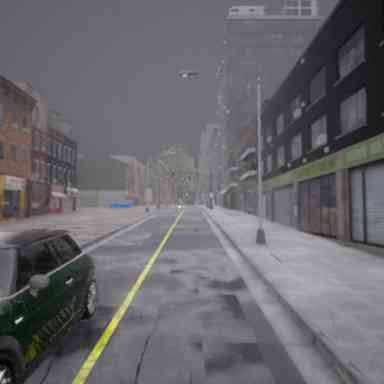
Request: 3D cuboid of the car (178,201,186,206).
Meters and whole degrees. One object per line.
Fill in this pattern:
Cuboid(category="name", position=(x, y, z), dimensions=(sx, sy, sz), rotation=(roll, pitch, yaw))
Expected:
Cuboid(category="car", position=(-2.736, 3.104, 91.450), dimensions=(2.128, 1.511, 4.902), rotation=(0, -2, 0))

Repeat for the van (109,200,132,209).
Cuboid(category="van", position=(-12.916, 2.310, 60.564), dimensions=(3.998, 1.788, 1.690), rotation=(0, -3, 0))

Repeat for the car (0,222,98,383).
Cuboid(category="car", position=(-2.849, 1.407, 4.495), dimensions=(2.097, 1.767, 4.553), rotation=(0, -1, 0))
